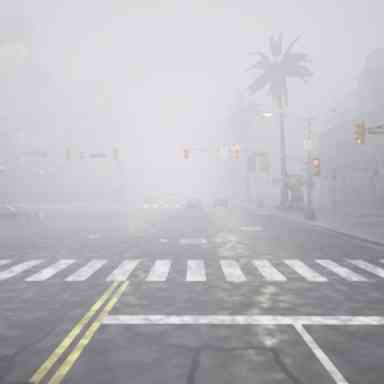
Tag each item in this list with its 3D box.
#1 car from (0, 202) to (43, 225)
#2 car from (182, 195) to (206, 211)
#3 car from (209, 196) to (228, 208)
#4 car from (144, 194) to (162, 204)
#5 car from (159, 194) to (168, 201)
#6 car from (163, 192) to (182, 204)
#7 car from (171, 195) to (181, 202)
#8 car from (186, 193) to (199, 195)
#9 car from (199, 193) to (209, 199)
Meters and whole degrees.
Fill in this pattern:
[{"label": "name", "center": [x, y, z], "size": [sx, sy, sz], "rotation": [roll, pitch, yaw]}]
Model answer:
[{"label": "car", "center": [-12.768, 1.426, 22.650], "size": [4.902, 1.511, 2.128], "rotation": [0, 0, -5]}, {"label": "car", "center": [0.213, 1.436, 38.470], "size": [2.033, 1.411, 5.357], "rotation": [0, 0, 0]}, {"label": "car", "center": [3.733, 1.347, 45.159], "size": [1.882, 1.535, 5.008], "rotation": [0, 0, 0]}, {"label": "car", "center": [-6.874, 1.188, 56.834], "size": [2.097, 1.767, 4.553], "rotation": [0, 0, 1]}, {"label": "car", "center": [-6.765, 1.293, 80.136], "size": [1.812, 1.442, 4.674], "rotation": [0, 0, 0]}, {"label": "car", "center": [-3.357, 1.054, 58.023], "size": [2.150, 2.045, 5.566], "rotation": [0, 0, 1]}, {"label": "car", "center": [-3.297, 1.327, 68.971], "size": [1.812, 1.442, 4.674], "rotation": [0, 0, 0]}, {"label": "car", "center": [0.101, 1.272, 86.396], "size": [1.812, 1.442, 4.674], "rotation": [0, 0, -4]}, {"label": "car", "center": [3.565, 1.299, 87.103], "size": [1.994, 1.385, 4.181], "rotation": [0, 0, -4]}]
